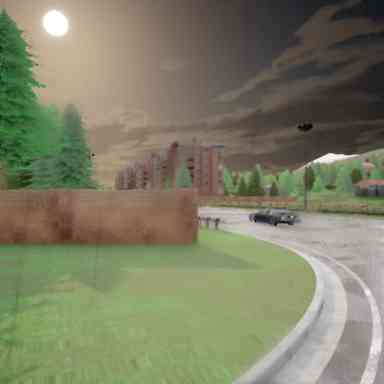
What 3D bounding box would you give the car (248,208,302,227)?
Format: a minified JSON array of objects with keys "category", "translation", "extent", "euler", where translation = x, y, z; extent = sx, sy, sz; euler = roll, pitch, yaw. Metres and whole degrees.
[{"category":"car","translation":[6.592,1.975,27.019],"extent":[2.033,1.411,5.357],"euler":[0,-1,-19]}]
